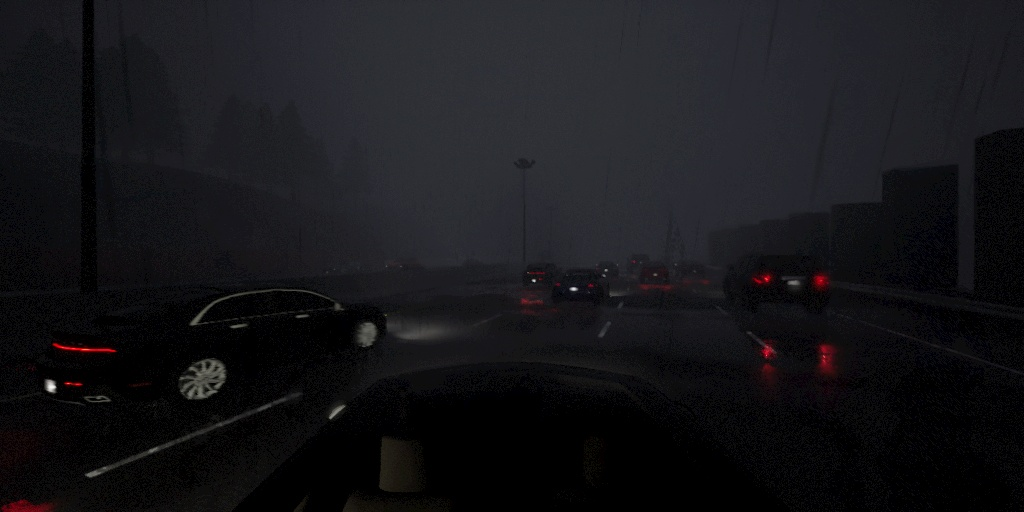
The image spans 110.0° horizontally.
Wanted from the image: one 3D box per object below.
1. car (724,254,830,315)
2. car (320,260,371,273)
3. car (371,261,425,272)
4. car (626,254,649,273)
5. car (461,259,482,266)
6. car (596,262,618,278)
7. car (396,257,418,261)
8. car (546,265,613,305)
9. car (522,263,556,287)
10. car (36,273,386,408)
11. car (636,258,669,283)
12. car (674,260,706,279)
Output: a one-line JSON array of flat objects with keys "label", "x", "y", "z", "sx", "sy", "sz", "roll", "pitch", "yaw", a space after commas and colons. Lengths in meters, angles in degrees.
[{"label": "car", "x": 9.851, "y": 0.935, "z": 13.820, "sx": 2.150, "sy": 2.045, "sz": 5.566, "roll": 0, "pitch": 0, "yaw": 20}, {"label": "car", "x": -16.208, "y": 1.141, "z": 35.504, "sx": 2.033, "sy": 1.411, "sz": 5.357, "roll": 0, "pitch": 0, "yaw": 17}, {"label": "car", "x": -7.990, "y": 1.240, "z": 26.878, "sx": 1.895, "sy": 1.301, "sz": 4.718, "roll": 0, "pitch": 0, "yaw": 19}, {"label": "car", "x": 14.196, "y": 0.831, "z": 40.325, "sx": 2.150, "sy": 2.045, "sz": 5.566, "roll": 0, "pitch": 0, "yaw": 13}, {"label": "car", "x": -5.485, "y": 1.118, "z": 49.071, "sx": 1.994, "sy": 1.385, "sz": 4.181, "roll": 0, "pitch": 0, "yaw": 12}, {"label": "car", "x": 8.581, "y": 1.201, "z": 32.482, "sx": 1.994, "sy": 1.385, "sz": 4.181, "roll": 0, "pitch": 0, "yaw": 16}, {"label": "car", "x": -11.644, "y": 0.938, "z": 38.783, "sx": 2.097, "sy": 1.767, "sz": 4.553, "roll": 0, "pitch": 0, "yaw": 15}, {"label": "car", "x": 3.119, "y": 1.261, "z": 15.827, "sx": 1.994, "sy": 1.385, "sz": 4.181, "roll": 0, "pitch": 0, "yaw": 21}, {"label": "car", "x": 2.081, "y": 1.170, "z": 23.320, "sx": 1.837, "sy": 1.490, "sz": 4.892, "roll": 0, "pitch": 0, "yaw": 19}, {"label": "car", "x": -4.372, "y": 1.230, "z": 6.351, "sx": 1.837, "sy": 1.490, "sz": 4.892, "roll": 0, "pitch": 0, "yaw": 22}, {"label": "car", "x": 10.667, "y": 1.138, "z": 27.175, "sx": 1.882, "sy": 1.535, "sz": 5.008, "roll": 0, "pitch": 0, "yaw": 17}, {"label": "car", "x": 15.622, "y": 1.127, "z": 31.674, "sx": 1.882, "sy": 1.535, "sz": 5.008, "roll": 0, "pitch": 0, "yaw": 16}]
